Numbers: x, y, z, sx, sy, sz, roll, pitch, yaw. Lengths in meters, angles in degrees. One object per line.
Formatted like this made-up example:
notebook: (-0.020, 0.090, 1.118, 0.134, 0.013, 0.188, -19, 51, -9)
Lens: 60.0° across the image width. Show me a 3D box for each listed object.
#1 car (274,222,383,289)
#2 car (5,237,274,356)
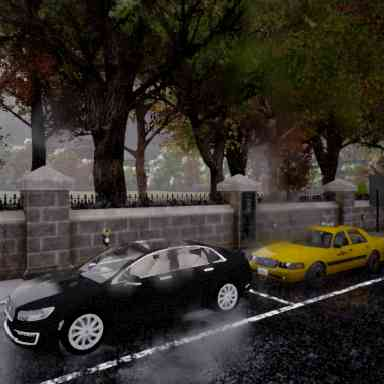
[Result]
car: (3.607, 1.526, 9.148, 4.829, 1.417, 1.752, 0, 0, -36)
car: (-0.834, 1.551, 5.970, 4.403, 1.369, 2.008, 0, 0, -36)
